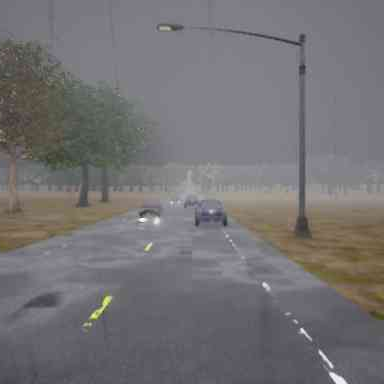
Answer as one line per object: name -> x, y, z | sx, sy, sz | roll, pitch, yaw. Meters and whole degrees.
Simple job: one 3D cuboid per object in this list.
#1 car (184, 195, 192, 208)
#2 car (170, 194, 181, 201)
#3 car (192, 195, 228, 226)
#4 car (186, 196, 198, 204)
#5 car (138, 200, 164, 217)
car -> 0.029, 1.200, 45.283 | 2.097, 1.767, 4.553 | 0, 0, 0
car -> -3.497, 1.222, 71.526 | 1.837, 1.490, 4.892 | 0, 0, 0
car -> 1.225, 1.286, 23.002 | 2.097, 1.767, 4.553 | 0, 0, 0
car -> 0.003, 1.354, 58.410 | 1.994, 1.385, 4.181 | 0, 0, 0
car -> -3.596, 1.454, 30.152 | 2.033, 1.411, 5.357 | 0, 0, 0
